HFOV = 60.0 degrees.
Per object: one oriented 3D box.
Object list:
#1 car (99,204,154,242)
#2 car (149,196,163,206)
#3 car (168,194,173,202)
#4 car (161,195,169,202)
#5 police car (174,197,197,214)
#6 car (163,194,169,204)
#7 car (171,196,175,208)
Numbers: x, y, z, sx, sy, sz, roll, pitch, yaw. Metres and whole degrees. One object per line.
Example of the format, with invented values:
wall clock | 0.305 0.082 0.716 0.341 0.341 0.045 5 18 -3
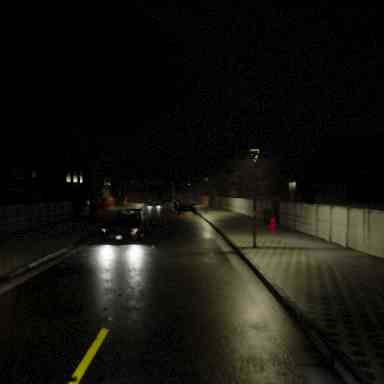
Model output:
car | -3.211 1.561 16.866 2.033 1.411 5.357 0 0 -2
car | -6.482 1.699 57.833 1.812 1.442 4.674 0 0 -6
car | -2.101 1.477 51.591 2.097 1.767 4.553 0 0 -6
car | -7.012 1.648 86.700 1.882 1.535 5.008 0 0 -7
police car | -0.601 1.479 35.725 1.930 1.638 5.238 0 0 -4
car | -5.028 1.383 69.708 2.150 2.045 5.566 0 0 -7
car | -1.473 1.573 45.624 1.882 1.535 5.008 0 0 -6
